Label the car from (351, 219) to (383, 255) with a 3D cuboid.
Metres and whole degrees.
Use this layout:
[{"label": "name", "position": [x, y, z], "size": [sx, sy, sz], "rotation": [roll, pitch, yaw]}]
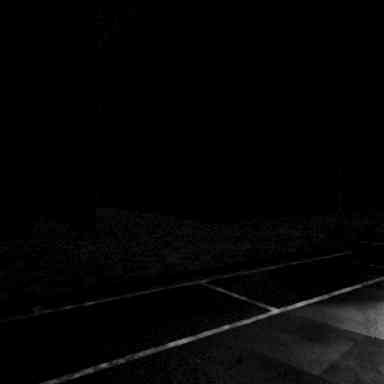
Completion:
[{"label": "car", "position": [7.461, 1.577, 11.972], "size": [4.206, 1.307, 1.802], "rotation": [0, 0, -35]}]
